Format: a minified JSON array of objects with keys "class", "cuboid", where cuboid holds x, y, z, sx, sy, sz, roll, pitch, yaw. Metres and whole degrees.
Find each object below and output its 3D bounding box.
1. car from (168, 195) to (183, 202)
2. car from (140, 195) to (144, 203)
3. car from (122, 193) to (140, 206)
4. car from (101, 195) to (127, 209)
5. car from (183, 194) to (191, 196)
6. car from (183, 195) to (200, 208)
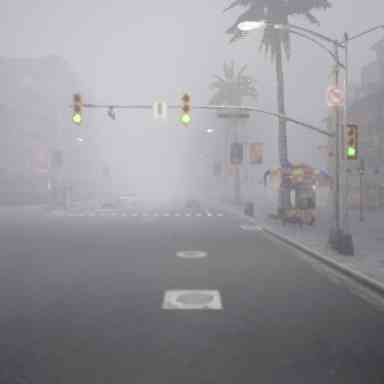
[{"class":"car","cuboid":[-3.692,1.450,73.648,1.994,1.385,4.181,0,0,-4]},{"class":"car","cuboid":[-10.528,1.387,65.066,1.882,1.535,5.008,0,0,0]},{"class":"car","cuboid":[-10.535,1.145,54.614,2.150,2.045,5.566,0,0,0]},{"class":"car","cuboid":[-10.558,1.485,44.367,2.033,1.411,5.357,0,0,1]},{"class":"car","cuboid":[-1.296,1.241,82.507,2.097,1.767,4.553,0,0,-12]},{"class":"car","cuboid":[0.071,1.499,46.786,1.994,1.385,4.181,0,0,0]}]
